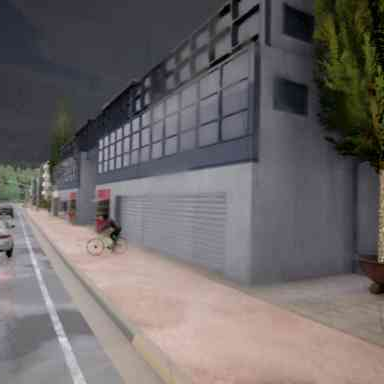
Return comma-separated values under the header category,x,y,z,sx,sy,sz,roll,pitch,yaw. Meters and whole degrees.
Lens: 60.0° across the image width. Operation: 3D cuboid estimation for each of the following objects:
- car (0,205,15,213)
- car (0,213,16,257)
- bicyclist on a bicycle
category,x,y,z,sx,sy,sz,roll,pitch,yaw
car,-23.330,2.386,41.574,1.837,1.490,4.892,2,-2,-28
car,-8.489,1.812,13.873,1.812,1.442,4.674,2,-2,-29
bicyclist on a bicycle,-3.318,1.692,13.207,1.656,1.620,0.582,2,-2,-28
